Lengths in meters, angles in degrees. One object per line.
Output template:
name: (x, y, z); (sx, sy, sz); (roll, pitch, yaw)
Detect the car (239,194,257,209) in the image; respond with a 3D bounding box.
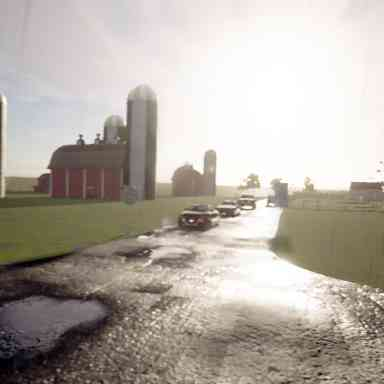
car: (7.945, 1.309, 47.044); (2.150, 2.045, 5.566); (2, 0, 16)

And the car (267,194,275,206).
car: (14.807, 1.495, 60.507); (2.150, 2.045, 5.566); (2, 0, 16)

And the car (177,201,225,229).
car: (0.543, 1.506, 21.211); (1.994, 1.385, 4.181); (2, 0, 16)

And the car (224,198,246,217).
car: (3.621, 1.548, 32.038); (2.033, 1.411, 5.357); (2, 0, 16)
